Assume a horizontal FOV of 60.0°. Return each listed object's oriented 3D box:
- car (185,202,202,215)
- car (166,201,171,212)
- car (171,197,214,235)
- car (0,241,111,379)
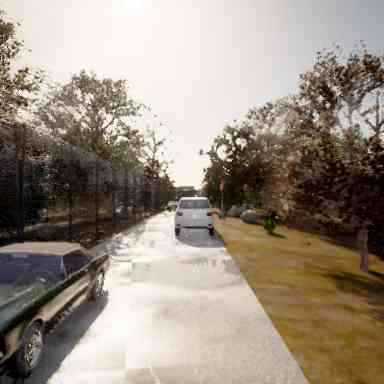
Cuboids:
[{"bbox_3d":[0.237,2.015,42.108,2.033,1.411,5.357,0,-1,0],"label":"car"},{"bbox_3d":[-2.642,2.088,48.661,2.128,1.511,4.902,0,-1,1],"label":"car"},{"bbox_3d":[0.139,1.331,19.795,2.150,2.045,5.566,0,-1,0],"label":"car"},{"bbox_3d":[-2.847,1.613,5.628,1.895,1.301,4.718,0,0,0],"label":"car"}]
